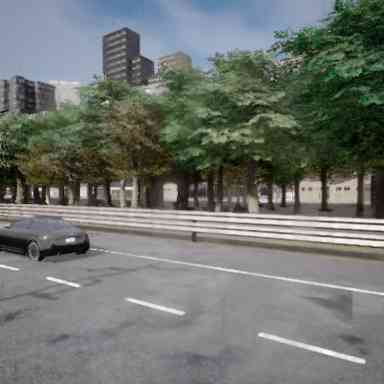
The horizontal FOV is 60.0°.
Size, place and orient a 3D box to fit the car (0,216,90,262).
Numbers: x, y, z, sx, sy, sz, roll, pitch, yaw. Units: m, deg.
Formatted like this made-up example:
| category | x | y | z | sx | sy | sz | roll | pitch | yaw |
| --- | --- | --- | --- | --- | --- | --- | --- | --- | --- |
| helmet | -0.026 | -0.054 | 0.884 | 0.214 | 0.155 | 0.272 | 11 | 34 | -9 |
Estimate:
| category | x | y | z | sx | sy | sz | roll | pitch | yaw |
| --- | --- | --- | --- | --- | --- | --- | --- | --- | --- |
| car | -5.669 | 1.572 | 12.212 | 4.181 | 1.385 | 1.994 | 0 | 0 | 36 |
